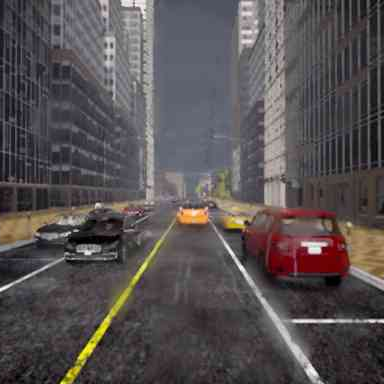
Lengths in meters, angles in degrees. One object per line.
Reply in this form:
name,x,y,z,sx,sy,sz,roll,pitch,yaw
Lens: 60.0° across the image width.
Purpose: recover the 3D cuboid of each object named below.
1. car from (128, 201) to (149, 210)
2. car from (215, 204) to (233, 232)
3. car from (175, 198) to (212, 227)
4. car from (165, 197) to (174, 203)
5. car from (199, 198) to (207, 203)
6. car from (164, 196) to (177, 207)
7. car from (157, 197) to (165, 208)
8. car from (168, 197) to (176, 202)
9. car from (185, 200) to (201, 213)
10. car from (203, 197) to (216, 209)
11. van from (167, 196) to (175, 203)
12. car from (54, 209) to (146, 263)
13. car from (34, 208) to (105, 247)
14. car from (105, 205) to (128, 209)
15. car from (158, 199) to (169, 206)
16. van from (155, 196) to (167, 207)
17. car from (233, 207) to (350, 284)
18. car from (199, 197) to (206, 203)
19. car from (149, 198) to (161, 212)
car,-5.659,1.794,32.509,1.802,1.307,4.206,0,0,0
car,2.711,1.667,21.276,1.752,1.417,4.829,0,0,0
car,0.121,1.513,24.331,2.097,1.767,4.553,0,0,0
car,-5.614,1.955,83.739,1.967,1.590,4.097,0,0,0
car,2.766,2.097,83.717,1.802,1.307,4.206,0,0,0
car,-2.954,1.703,54.139,1.994,1.385,4.181,0,0,0
car,-5.639,1.896,55.279,1.887,1.381,4.507,0,0,0
car,-5.604,2.144,95.124,1.947,1.339,4.313,0,0,0
car,0.134,1.795,41.775,1.812,1.442,4.674,0,0,0
car,2.736,1.883,49.567,1.947,1.339,4.313,0,0,0
van,-5.608,1.888,89.433,1.690,1.788,3.998,0,0,0
car,-3.090,1.588,12.319,1.837,1.490,4.892,0,0,0
car,-5.674,1.655,15.434,2.008,1.369,4.403,0,0,0
car,-5.670,1.707,21.126,1.947,1.339,4.313,0,0,0
car,-5.629,2.000,66.663,1.802,1.307,4.206,0,0,0
van,-5.633,1.726,60.973,1.690,1.788,3.998,0,0,0
car,2.702,1.382,9.724,2.192,1.841,5.009,0,0,0
car,2.772,2.073,89.580,1.752,1.417,4.829,0,0,0
car,-5.650,1.833,43.895,2.008,1.369,4.403,0,0,0
